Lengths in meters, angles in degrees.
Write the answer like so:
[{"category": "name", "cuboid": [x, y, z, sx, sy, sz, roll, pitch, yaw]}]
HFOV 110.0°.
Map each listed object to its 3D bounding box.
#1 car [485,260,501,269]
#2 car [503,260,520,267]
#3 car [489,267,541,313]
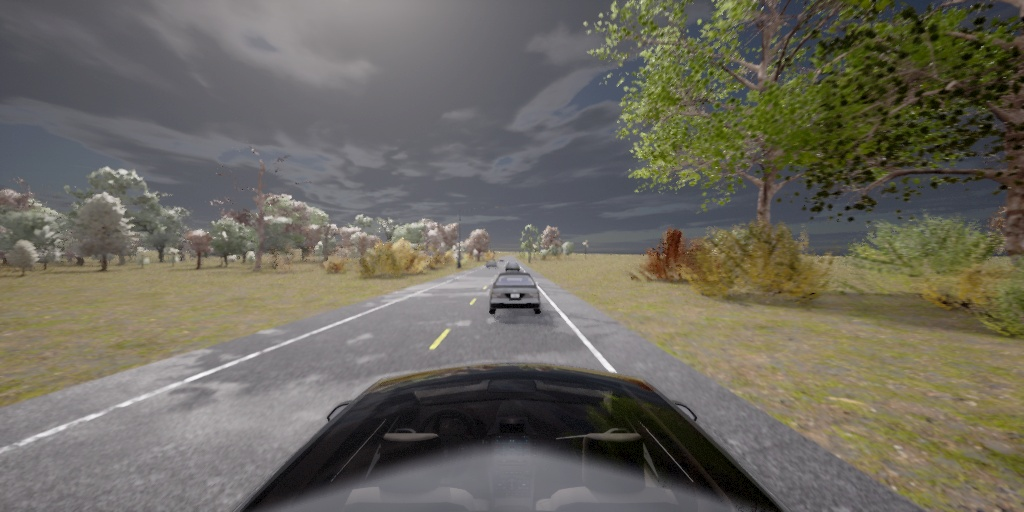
[{"category": "car", "cuboid": [-3.506, 1.504, 62.355, 1.994, 1.385, 4.181, 0, 0, 0]}, {"category": "car", "cuboid": [0.096, 1.479, 51.652, 1.994, 1.385, 4.181, 0, 0, 0]}, {"category": "car", "cuboid": [0.100, 1.346, 14.136, 2.033, 1.411, 5.357, 0, 0, 0]}]
